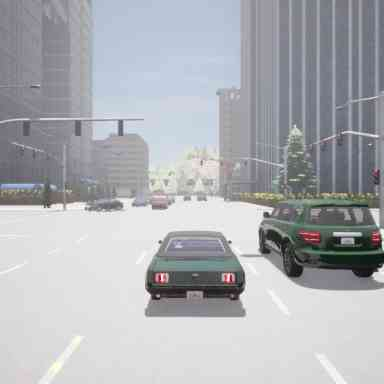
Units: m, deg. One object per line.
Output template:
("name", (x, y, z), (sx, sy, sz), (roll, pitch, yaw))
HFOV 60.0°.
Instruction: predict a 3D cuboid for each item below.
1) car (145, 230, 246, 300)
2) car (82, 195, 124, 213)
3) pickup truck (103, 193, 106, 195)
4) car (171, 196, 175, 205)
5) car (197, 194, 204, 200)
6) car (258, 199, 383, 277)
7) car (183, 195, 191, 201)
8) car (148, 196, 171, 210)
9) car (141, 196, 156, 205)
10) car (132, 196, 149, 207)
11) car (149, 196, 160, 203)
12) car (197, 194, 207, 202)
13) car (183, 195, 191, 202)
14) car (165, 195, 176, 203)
("car", (0.076, 1.601, 8.321), (1.895, 1.301, 4.718), (0, 0, 0))
("car", (-9.954, 1.493, 38.069), (2.128, 1.511, 4.902), (1, 0, 33))
("pickup truck", (-21.151, 1.058, 73.381), (2.390, 2.098, 6.274), (0, 0, 30))
("car", (-4.368, 1.600, 56.340), (1.895, 1.301, 4.718), (0, 0, -1))
("car", (2.254, 1.386, 89.065), (1.882, 1.535, 5.008), (0, 0, -1))
("car", (3.588, 1.221, 10.349), (2.150, 2.045, 5.566), (0, 0, 0))
("car", (-1.244, 1.540, 88.871), (2.033, 1.411, 5.357), (0, 0, -1))
("car", (-4.176, 1.477, 43.205), (1.882, 1.535, 5.008), (0, 0, -1))
("car", (-7.920, 1.491, 61.212), (2.128, 1.511, 4.902), (0, 0, 0))
("car", (-7.790, 1.526, 49.961), (1.812, 1.442, 4.674), (0, 0, -1))
("car", (-8.000, 1.595, 71.349), (1.895, 1.301, 4.718), (0, 0, -1))
("car", (2.397, 1.348, 78.784), (2.097, 1.767, 4.553), (0, 0, -1))
("car", (-1.099, 1.500, 78.516), (1.837, 1.490, 4.892), (0, 0, -1))
("car", (-4.474, 1.492, 69.478), (2.128, 1.511, 4.902), (0, 0, -1))
